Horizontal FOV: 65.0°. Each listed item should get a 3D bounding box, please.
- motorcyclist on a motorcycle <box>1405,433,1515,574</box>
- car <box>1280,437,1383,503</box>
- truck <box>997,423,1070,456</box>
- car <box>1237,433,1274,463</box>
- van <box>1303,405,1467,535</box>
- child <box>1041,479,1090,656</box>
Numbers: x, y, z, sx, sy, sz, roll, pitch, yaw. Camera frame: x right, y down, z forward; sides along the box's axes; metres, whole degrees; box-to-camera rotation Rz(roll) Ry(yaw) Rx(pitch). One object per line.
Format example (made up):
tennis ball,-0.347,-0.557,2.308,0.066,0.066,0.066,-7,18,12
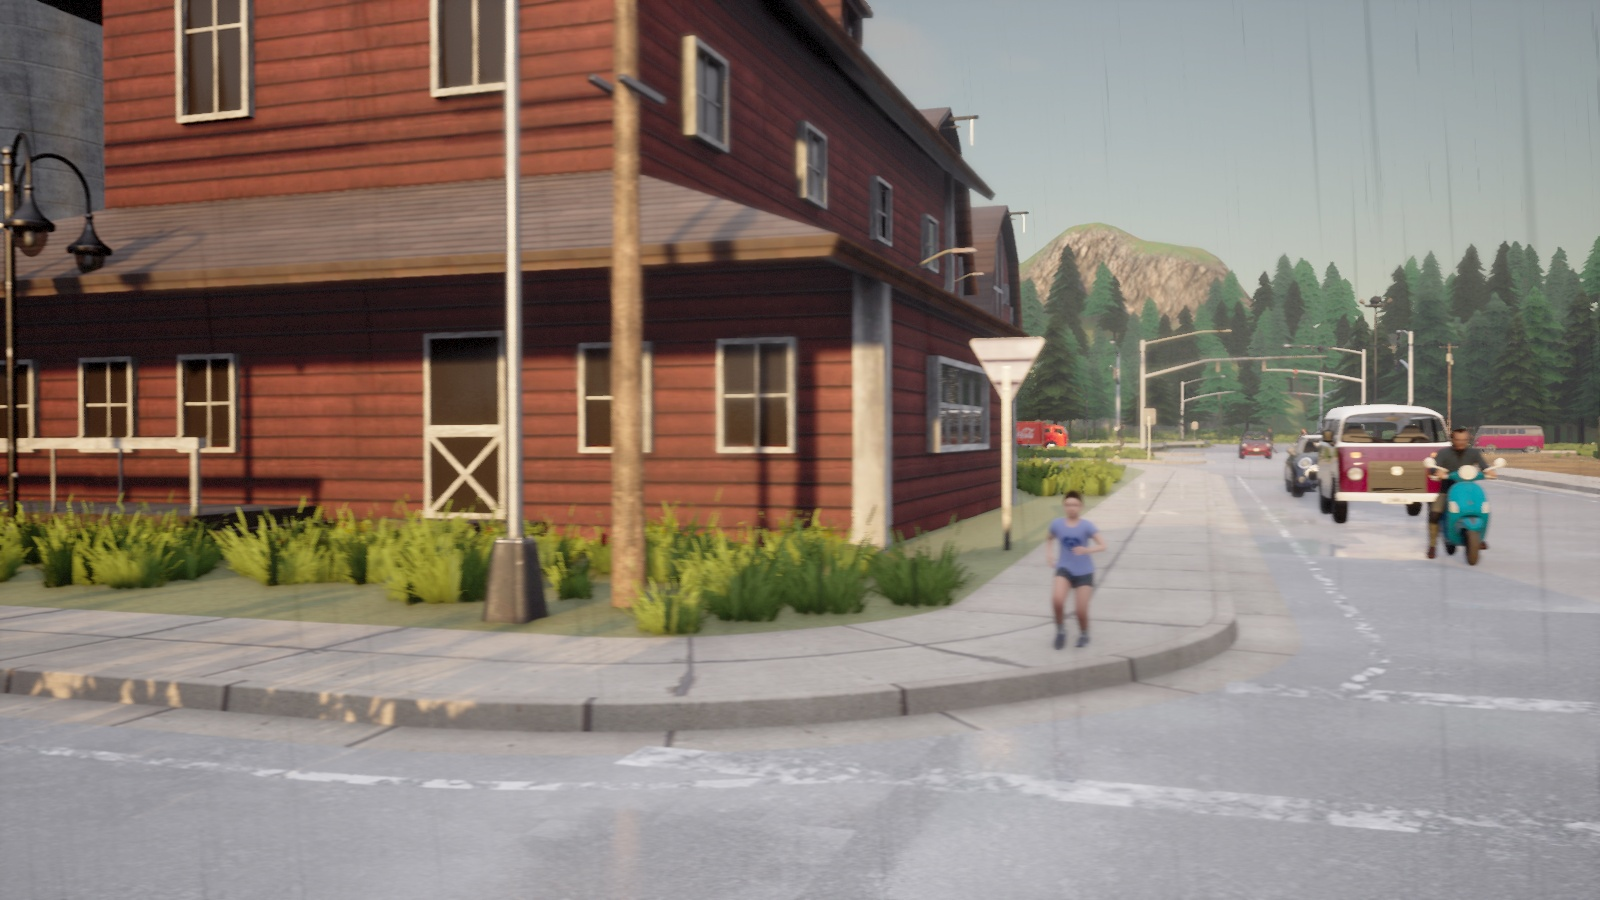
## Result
motorcyclist on a motorcycle,7.932,0.595,15.173,0.866,1.590,1.817,0,1,18
car,12.873,0.429,30.624,1.970,1.475,3.806,0,1,18
truck,17.884,-0.803,96.179,5.204,2.467,2.627,0,1,19
car,26.365,-0.133,72.803,1.851,1.617,3.988,1,1,18
van,10.182,0.284,22.202,2.069,2.038,4.480,0,1,18
child,1.731,0.750,8.184,0.255,1.110,0.394,0,1,20
